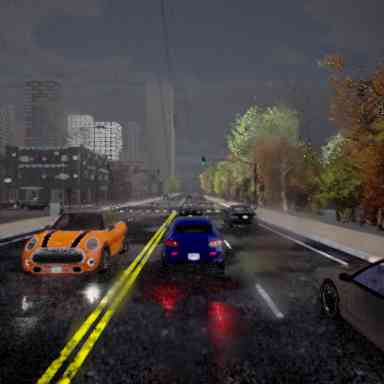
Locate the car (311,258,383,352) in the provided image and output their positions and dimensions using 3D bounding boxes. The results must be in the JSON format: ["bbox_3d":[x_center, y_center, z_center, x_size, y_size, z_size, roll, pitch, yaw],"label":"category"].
[{"bbox_3d":[3.323,1.547,4.232,2.033,1.411,5.357,0,0,0],"label":"car"}]

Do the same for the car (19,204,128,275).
[{"bbox_3d":[-3.417,1.361,10.597,2.097,1.767,4.553,0,0,0],"label":"car"}]

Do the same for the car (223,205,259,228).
[{"bbox_3d":[3.191,1.560,22.509,2.033,1.411,5.357,0,0,0],"label":"car"}]

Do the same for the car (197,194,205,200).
[{"bbox_3d":[2.544,1.522,92.075,1.994,1.385,4.181,0,0,0],"label":"car"}]

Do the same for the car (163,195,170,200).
[{"bbox_3d":[-7.224,1.582,94.310,1.812,1.442,4.674,0,0,0],"label":"car"}]

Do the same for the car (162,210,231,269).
[{"bbox_3d":[0.039,1.533,11.051,1.812,1.442,4.674,0,0,0],"label":"car"}]

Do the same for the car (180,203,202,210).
[{"bbox_3d":[-0.105,1.620,28.209,1.895,1.301,4.718,0,0,0],"label":"car"}]

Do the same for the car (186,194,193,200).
[{"bbox_3d":[-0.703,1.455,91.633,1.837,1.490,4.892,0,0,0],"label":"car"}]

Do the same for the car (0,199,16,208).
[{"bbox_3d":[-28.683,1.874,52.406,4.403,1.369,2.008,-1,1,0],"label":"car"}]

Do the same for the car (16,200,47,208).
[{"bbox_3d":[-20.283,1.865,43.960,4.313,1.339,1.947,-1,1,0],"label":"car"}]
